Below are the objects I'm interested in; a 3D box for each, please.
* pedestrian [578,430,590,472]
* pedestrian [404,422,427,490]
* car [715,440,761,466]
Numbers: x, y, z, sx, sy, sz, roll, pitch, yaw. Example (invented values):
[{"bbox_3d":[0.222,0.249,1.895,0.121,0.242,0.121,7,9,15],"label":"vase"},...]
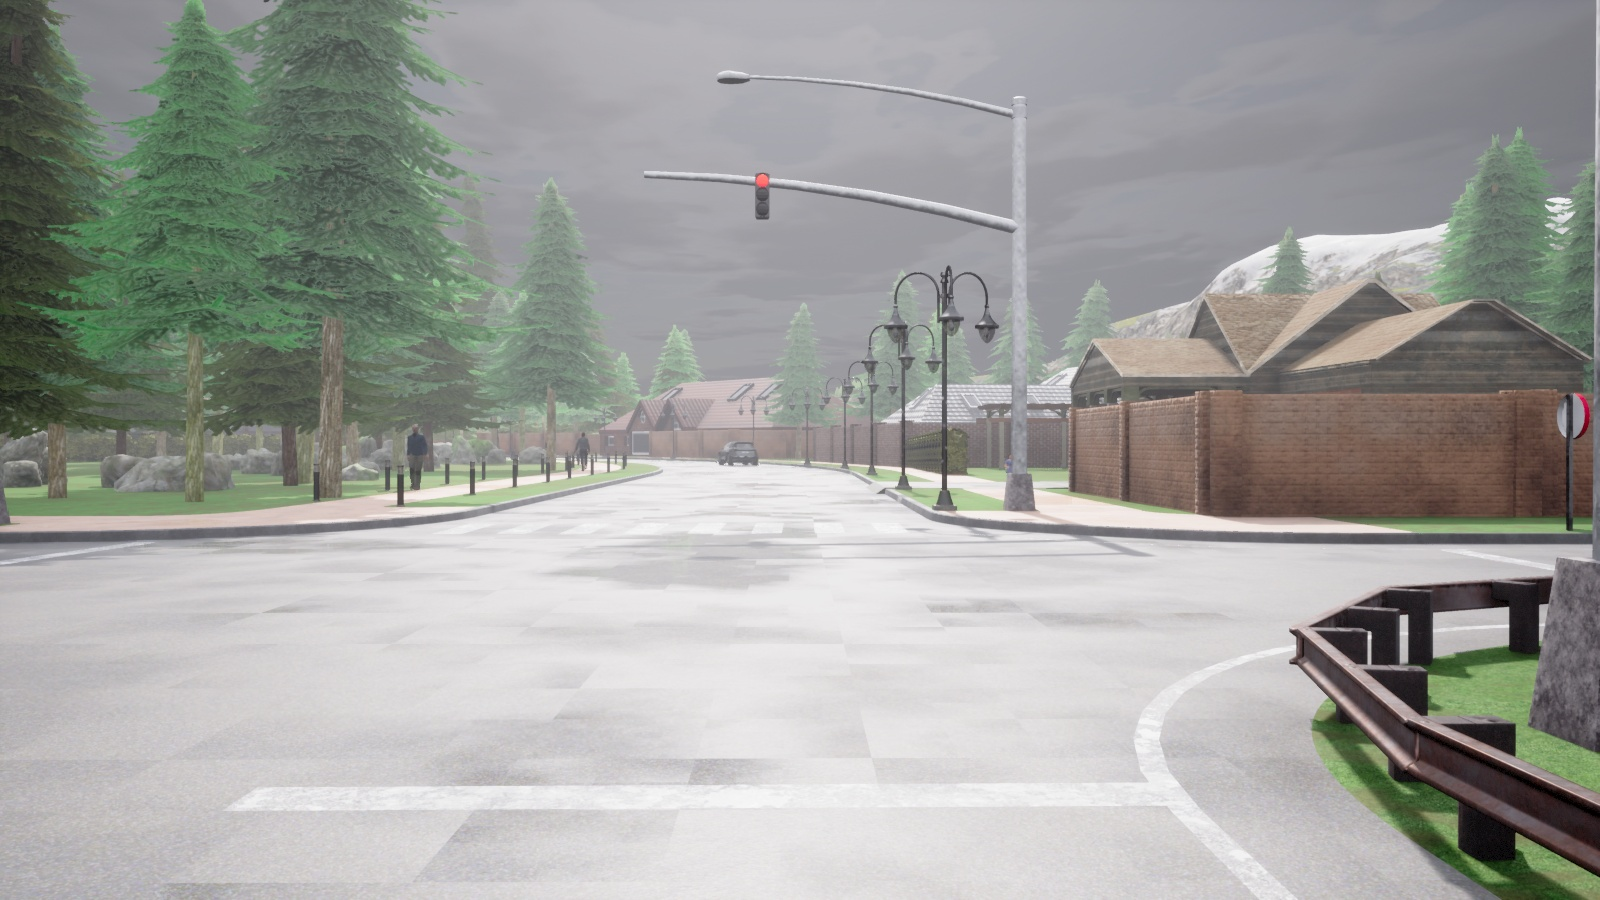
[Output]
[{"bbox_3d":[-10.027,0.035,58.312,0.423,1.949,0.788,0,0,-1],"label":"pedestrian"},{"bbox_3d":[-10.542,0.169,34.410,0.402,1.842,0.726,0,0,0],"label":"pedestrian"},{"bbox_3d":[-4.056,0.184,81.530,2.033,1.649,4.856,0,0,-15],"label":"car"}]
